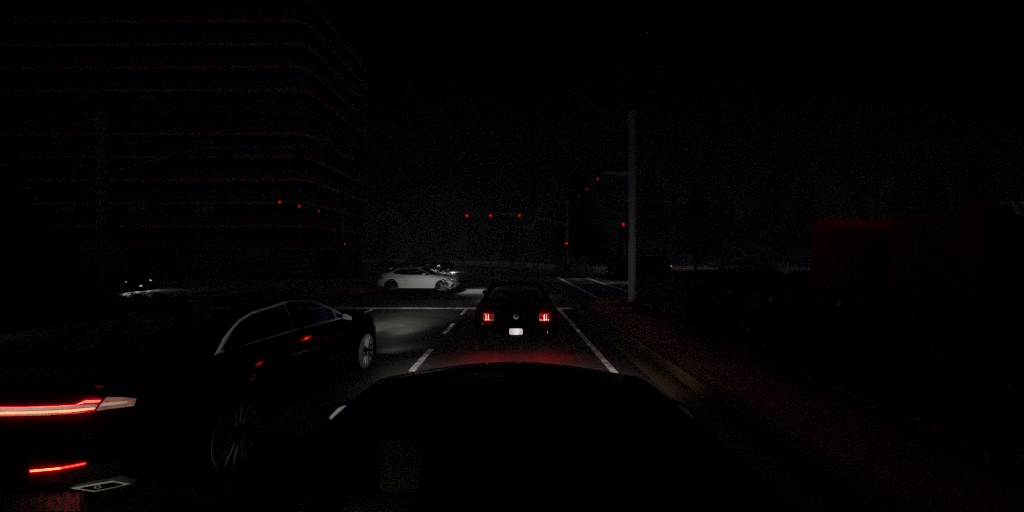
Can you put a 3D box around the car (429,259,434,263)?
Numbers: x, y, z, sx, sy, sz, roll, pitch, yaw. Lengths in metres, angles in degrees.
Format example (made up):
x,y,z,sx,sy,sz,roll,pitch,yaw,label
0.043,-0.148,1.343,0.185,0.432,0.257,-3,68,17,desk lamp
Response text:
x,y,z,sx,sy,sz,roll,pitch,yaw,label
-12.891,1.261,56.432,1.837,1.490,4.892,0,0,-32,car

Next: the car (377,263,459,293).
x,y,z,sx,sy,sz,roll,pitch,yaw,label
-5.417,1.322,20.795,4.674,1.442,1.812,0,0,1,car

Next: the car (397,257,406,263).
x,y,z,sx,sy,sz,roll,pitch,yaw,label
-15.361,1.281,53.776,1.812,1.442,4.674,0,0,-31,car

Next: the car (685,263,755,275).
x,y,z,sx,sy,sz,roll,pitch,yaw,label
15.646,1.409,27.797,4.718,1.301,1.895,0,0,1,car

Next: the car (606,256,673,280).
x,y,z,sx,sy,sz,roll,pitch,yaw,label
11.089,1.030,31.358,5.566,2.045,2.150,0,0,1,car

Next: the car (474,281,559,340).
x,y,z,sx,sy,sz,roll,pitch,yaw,label
0.113,1.352,9.991,1.895,1.301,4.718,0,0,1,car

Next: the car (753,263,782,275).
x,y,z,sx,sy,sz,roll,pitch,yaw,label
20.856,1.334,31.236,4.674,1.442,1.812,0,0,0,car

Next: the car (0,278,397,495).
x,y,z,sx,sy,sz,roll,pitch,yaw,label
-3.426,1.242,4.728,2.128,1.511,4.902,0,0,0,car

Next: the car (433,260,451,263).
x,y,z,sx,sy,sz,roll,pitch,yaw,label
-8.871,1.302,47.745,2.033,1.411,5.357,0,0,-18,car

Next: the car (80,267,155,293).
x,y,z,sx,sy,sz,roll,pitch,yaw,label
-24.336,1.355,20.969,5.357,1.411,2.033,0,0,1,car

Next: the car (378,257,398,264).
x,y,z,sx,sy,sz,roll,pitch,yaw,label
-21.423,1.320,61.631,4.181,1.385,1.994,0,0,43,car

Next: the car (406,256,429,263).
x,y,z,sx,sy,sz,roll,pitch,yaw,label
-11.794,0.976,44.802,2.150,2.045,5.566,0,0,-15,car

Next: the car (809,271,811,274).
x,y,z,sx,sy,sz,roll,pitch,yaw,label
20.512,1.299,20.551,4.902,1.511,2.128,0,0,1,car

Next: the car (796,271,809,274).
x,y,z,sx,sy,sz,roll,pitch,yaw,label
24.813,1.409,27.711,4.718,1.301,1.895,0,0,1,car
